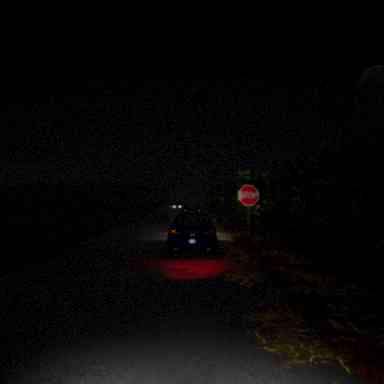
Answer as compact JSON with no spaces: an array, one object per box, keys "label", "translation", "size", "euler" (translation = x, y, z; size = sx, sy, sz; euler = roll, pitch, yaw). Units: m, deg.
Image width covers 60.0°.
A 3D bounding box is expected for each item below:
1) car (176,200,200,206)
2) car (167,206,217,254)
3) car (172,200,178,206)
[{"label":"car","translation":[0.009,1.691,28.471],"size":[2.128,1.511,4.902],"euler":[0,0,0]},{"label":"car","translation":[0.026,1.596,14.220],"size":[1.882,1.535,5.008],"euler":[0,0,1]},{"label":"car","translation":[-3.123,2.392,71.987],"size":[1.994,1.385,4.181],"euler":[0,-2,0]}]
